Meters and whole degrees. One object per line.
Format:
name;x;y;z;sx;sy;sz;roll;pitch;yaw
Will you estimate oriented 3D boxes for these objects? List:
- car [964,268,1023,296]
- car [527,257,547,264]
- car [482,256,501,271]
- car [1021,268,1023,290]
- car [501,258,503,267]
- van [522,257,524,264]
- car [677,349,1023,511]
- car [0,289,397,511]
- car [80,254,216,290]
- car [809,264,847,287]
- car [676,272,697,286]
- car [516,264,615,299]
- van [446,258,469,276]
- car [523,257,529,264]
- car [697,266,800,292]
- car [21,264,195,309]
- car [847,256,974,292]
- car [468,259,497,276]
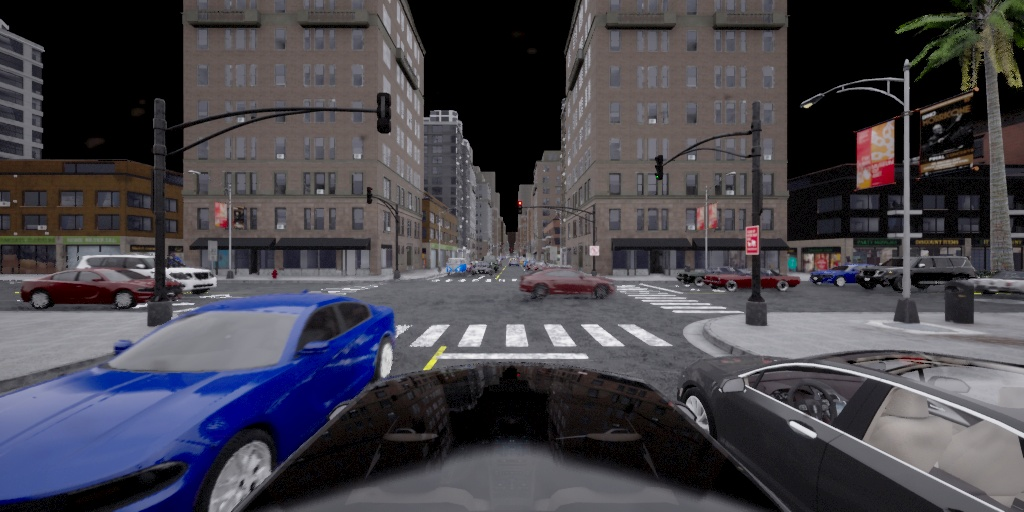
car;25.883;1.395;17.622;4.718;1.301;1.895;0;0;0
car;2.825;1.192;36.935;1.967;1.591;4.097;0;0;0
car;-2.896;0.974;45.920;2.150;2.045;5.566;0;0;0
car;33.676;1.407;21.104;4.718;1.301;1.895;0;0;0
car;-2.847;1.354;55.711;1.895;1.301;4.718;0;0;0
van;2.934;1.093;59.612;1.690;1.789;3.998;0;0;0
car;2.668;1.300;2.286;2.007;1.370;4.403;0;0;0
car;-2.884;1.227;4.198;1.882;1.535;5.008;1;0;-1
car;-17.725;0.945;17.411;5.566;2.045;2.150;0;0;0
car;23.058;1.258;24.308;5.008;1.535;1.882;0;0;0
car;13.739;1.365;24.263;4.718;1.301;1.895;0;0;0
car;2.631;1.281;17.507;4.674;1.442;1.812;0;0;0
van;-5.701;1.093;36.974;1.690;1.789;3.998;0;0;0
car;2.880;1.193;48.273;1.967;1.591;4.097;0;0;0
car;13.857;1.370;21.014;4.718;1.301;1.895;0;0;0
car;-15.990;1.208;14.167;5.008;1.535;1.882;0;0;0
car;23.610;1.007;21.061;5.566;2.045;2.150;0;0;0
car;-2.945;1.316;36.612;1.994;1.385;4.181;0;0;0
